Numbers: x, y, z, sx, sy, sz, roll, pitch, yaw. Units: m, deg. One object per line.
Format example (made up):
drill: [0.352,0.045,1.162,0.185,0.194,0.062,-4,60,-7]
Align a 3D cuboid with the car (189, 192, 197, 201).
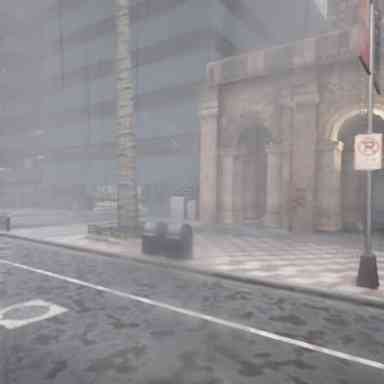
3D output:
car: [1.322,0.815,29.146,5.566,2.045,2.435,1,1,36]
